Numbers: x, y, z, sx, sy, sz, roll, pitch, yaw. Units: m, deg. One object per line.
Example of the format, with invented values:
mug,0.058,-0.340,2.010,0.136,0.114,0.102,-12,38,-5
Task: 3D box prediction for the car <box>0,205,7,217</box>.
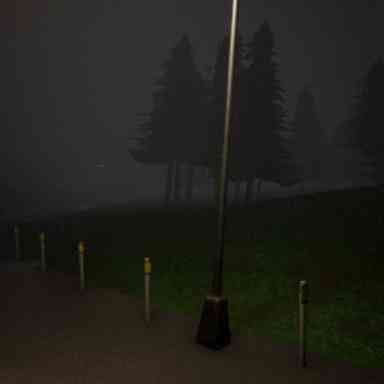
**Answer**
car,-21.653,1.794,35.615,2.097,1.767,4.553,3,-1,-9
